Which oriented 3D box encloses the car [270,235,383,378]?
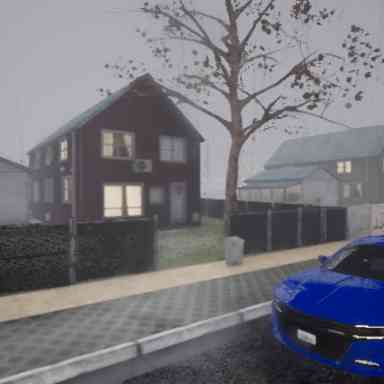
[{"bbox_3d":[3.425,1.505,5.563,5.008,1.535,1.882,0,-1,-36],"label":"car"}]
